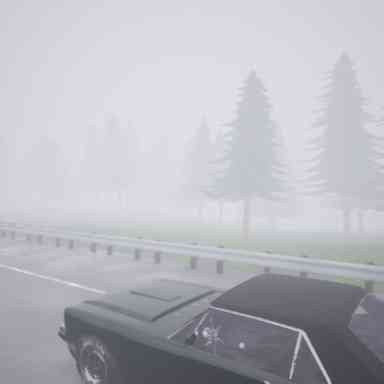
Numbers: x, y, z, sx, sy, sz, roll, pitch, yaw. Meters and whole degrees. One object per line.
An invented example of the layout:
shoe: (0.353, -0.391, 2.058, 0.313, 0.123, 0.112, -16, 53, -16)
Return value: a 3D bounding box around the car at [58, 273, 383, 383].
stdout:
car: (0.676, 1.602, 3.509, 4.718, 1.301, 1.895, 0, 0, 36)
